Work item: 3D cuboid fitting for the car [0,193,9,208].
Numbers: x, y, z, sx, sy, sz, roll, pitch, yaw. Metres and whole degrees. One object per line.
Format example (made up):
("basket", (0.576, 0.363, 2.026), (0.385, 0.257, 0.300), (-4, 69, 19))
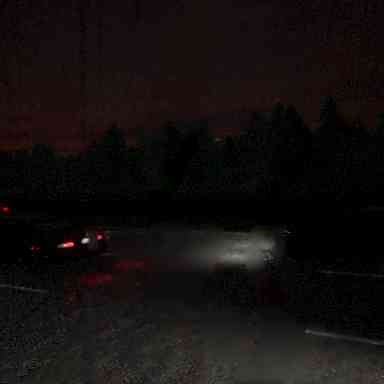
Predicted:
("car", (-11.747, 1.036, 16.751), (5.566, 2.045, 2.150), (-1, 2, 24))

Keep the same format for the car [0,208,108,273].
("car", (-5.149, 1.386, 9.969), (5.357, 1.411, 2.033), (-1, 2, 24))

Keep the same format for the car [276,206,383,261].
("car", (4.774, 1.135, 9.349), (4.674, 1.442, 1.812), (0, 2, 24))
